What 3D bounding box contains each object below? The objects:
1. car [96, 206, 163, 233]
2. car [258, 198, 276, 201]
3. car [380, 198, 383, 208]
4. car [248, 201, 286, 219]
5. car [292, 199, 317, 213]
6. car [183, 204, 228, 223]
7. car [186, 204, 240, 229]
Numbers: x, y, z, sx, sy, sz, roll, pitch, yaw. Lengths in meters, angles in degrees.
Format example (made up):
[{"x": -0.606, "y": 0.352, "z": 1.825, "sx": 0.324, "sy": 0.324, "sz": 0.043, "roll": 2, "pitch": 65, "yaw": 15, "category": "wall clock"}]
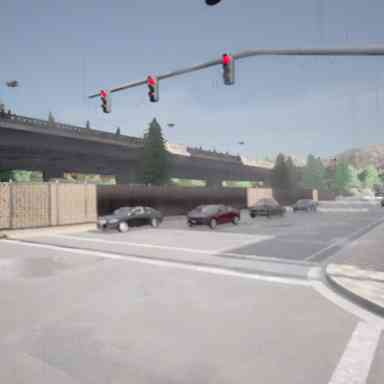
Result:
[{"x": -3.937, "y": 1.685, "z": 21.540, "sx": 2.128, "sy": 1.511, "sz": 4.902, "roll": -1, "pitch": -1, "yaw": 36, "category": "car"}, {"x": 8.507, "y": 1.550, "z": 38.893, "sx": 2.097, "sy": 1.767, "sz": 4.553, "roll": -1, "pitch": -1, "yaw": 36, "category": "car"}, {"x": 29.490, "y": 1.544, "z": 49.826, "sx": 1.837, "sy": 1.490, "sz": 4.892, "roll": -1, "pitch": -1, "yaw": 36, "category": "car"}, {"x": 7.015, "y": 1.744, "z": 30.812, "sx": 1.895, "sy": 1.301, "sz": 4.718, "roll": -1, "pitch": -1, "yaw": 36, "category": "car"}, {"x": 13.555, "y": 1.648, "z": 39.910, "sx": 1.837, "sy": 1.490, "sz": 4.892, "roll": -1, "pitch": 0, "yaw": 36, "category": "car"}, {"x": 1.248, "y": 1.759, "z": 28.789, "sx": 1.994, "sy": 1.385, "sz": 4.181, "roll": -1, "pitch": -1, "yaw": 35, "category": "car"}, {"x": 1.575, "y": 1.619, "z": 23.225, "sx": 1.882, "sy": 1.535, "sz": 5.008, "roll": -1, "pitch": -1, "yaw": 36, "category": "car"}]
